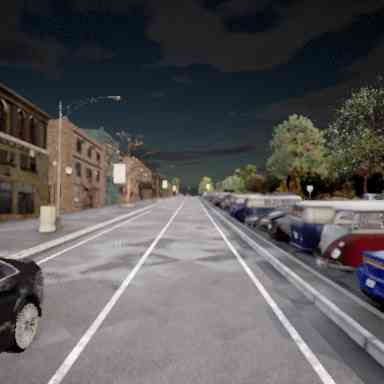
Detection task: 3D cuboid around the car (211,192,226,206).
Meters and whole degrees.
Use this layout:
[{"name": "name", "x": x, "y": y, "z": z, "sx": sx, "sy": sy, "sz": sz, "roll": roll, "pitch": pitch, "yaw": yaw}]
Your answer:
[{"name": "car", "x": 5.579, "y": 1.151, "z": 42.513, "sx": 5.566, "sy": 2.045, "sz": 2.435, "roll": 0, "pitch": 0, "yaw": 0}]

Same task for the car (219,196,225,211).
[{"name": "car", "x": 5.625, "y": 1.446, "z": 34.105, "sx": 4.892, "sy": 1.521, "sz": 2.231, "roll": 0, "pitch": 0, "yaw": 0}]

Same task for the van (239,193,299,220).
[{"name": "van", "x": 5.781, "y": 1.275, "z": 22.893, "sx": 4.442, "sy": 1.987, "sz": 1.878, "roll": 0, "pitch": 0, "yaw": 0}]

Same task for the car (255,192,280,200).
[{"name": "car", "x": 18.545, "y": 0.958, "z": 81.966, "sx": 5.566, "sy": 2.045, "sz": 2.435, "roll": 0, "pitch": 0, "yaw": 0}]

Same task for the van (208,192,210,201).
[{"name": "van", "x": 5.450, "y": 1.106, "z": 56.529, "sx": 4.442, "sy": 1.987, "sz": 1.878, "roll": 0, "pitch": 0, "yaw": 0}]

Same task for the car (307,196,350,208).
[{"name": "car", "x": 18.684, "y": 1.382, "z": 45.727, "sx": 4.892, "sy": 1.521, "sz": 2.231, "roll": 0, "pitch": 0, "yaw": 0}]

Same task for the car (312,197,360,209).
[{"name": "car", "x": 18.501, "y": 1.392, "z": 42.950, "sx": 5.366, "sy": 1.575, "sz": 1.946, "roll": 0, "pitch": 0, "yaw": 0}]

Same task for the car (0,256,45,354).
[{"name": "car", "x": -3.252, "y": 1.497, "z": 3.368, "sx": 2.128, "sy": 1.511, "sz": 4.902, "roll": 0, "pitch": 0, "yaw": 0}]

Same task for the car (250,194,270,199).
[{"name": "car", "x": 18.543, "y": 1.192, "z": 90.320, "sx": 5.008, "sy": 1.535, "sz": 2.097, "roll": 0, "pitch": 0, "yaw": 0}]

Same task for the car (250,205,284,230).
[{"name": "car", "x": 5.678, "y": 1.556, "z": 17.283, "sx": 4.674, "sy": 1.452, "sz": 2.002, "roll": 0, "pitch": 0, "yaw": 0}]

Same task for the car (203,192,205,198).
[{"name": "car", "x": 5.704, "y": 1.243, "z": 73.351, "sx": 5.366, "sy": 1.575, "sz": 1.946, "roll": 0, "pitch": 0, "yaw": 0}]

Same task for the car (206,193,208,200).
[{"name": "car", "x": 5.553, "y": 1.317, "z": 59.334, "sx": 5.008, "sy": 1.535, "sz": 2.097, "roll": 0, "pitch": 0, "yaw": 0}]

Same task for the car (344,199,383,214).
[{"name": "car", "x": 18.681, "y": 1.467, "z": 34.623, "sx": 4.792, "sy": 1.488, "sz": 2.163, "roll": 0, "pitch": 0, "yaw": 0}]

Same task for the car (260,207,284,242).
[{"name": "car", "x": 5.718, "y": 1.549, "z": 14.475, "sx": 4.792, "sy": 1.488, "sz": 2.163, "roll": 0, "pitch": 0, "yaw": 0}]

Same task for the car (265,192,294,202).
[{"name": "car", "x": 18.576, "y": 1.003, "z": 70.949, "sx": 5.566, "sy": 2.045, "sz": 2.435, "roll": 0, "pitch": 0, "yaw": 0}]

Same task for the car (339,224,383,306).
[{"name": "car", "x": 5.708, "y": 1.507, "z": 6.063, "sx": 5.008, "sy": 1.535, "sz": 2.097, "roll": 0, "pitch": 0, "yaw": 0}]

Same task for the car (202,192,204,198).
[{"name": "car", "x": 5.505, "y": 1.233, "z": 76.150, "sx": 5.008, "sy": 1.535, "sz": 2.097, "roll": 0, "pitch": 0, "yaw": 0}]

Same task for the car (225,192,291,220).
[{"name": "car", "x": 5.628, "y": 1.236, "z": 25.693, "sx": 5.566, "sy": 2.045, "sz": 2.435, "roll": 0, "pitch": 0, "yaw": 0}]

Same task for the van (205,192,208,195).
[{"name": "van", "x": 5.418, "y": 1.049, "z": 67.742, "sx": 4.442, "sy": 1.987, "sz": 1.878, "roll": 0, "pitch": 0, "yaw": 0}]

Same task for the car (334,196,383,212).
[{"name": "car", "x": 18.733, "y": 1.298, "z": 37.400, "sx": 4.553, "sy": 1.767, "sz": 2.185, "roll": 0, "pitch": 0, "yaw": 0}]

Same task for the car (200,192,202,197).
[{"name": "car", "x": 5.506, "y": 0.951, "z": 87.363, "sx": 5.566, "sy": 2.045, "sz": 2.435, "roll": 0, "pitch": 0, "yaw": 0}]

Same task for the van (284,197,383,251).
[{"name": "van", "x": 5.813, "y": 1.291, "z": 11.672, "sx": 4.442, "sy": 1.987, "sz": 1.878, "roll": 0, "pitch": 0, "yaw": 0}]

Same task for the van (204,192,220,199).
[{"name": "van", "x": 5.578, "y": 0.966, "z": 92.970, "sx": 4.442, "sy": 1.987, "sz": 1.878, "roll": 0, "pitch": 0, "yaw": 0}]

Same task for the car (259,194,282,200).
[{"name": "car", "x": 18.576, "y": 1.218, "z": 79.180, "sx": 5.008, "sy": 1.535, "sz": 2.097, "roll": 0, "pitch": 0, "yaw": 0}]

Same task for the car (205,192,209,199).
[{"name": "car", "x": 5.513, "y": 1.318, "z": 64.941, "sx": 4.792, "sy": 1.488, "sz": 2.163, "roll": 0, "pitch": 0, "yaw": 0}]

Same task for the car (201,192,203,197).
[{"name": "car", "x": 5.481, "y": 1.208, "z": 84.556, "sx": 4.892, "sy": 1.521, "sz": 2.231, "roll": 0, "pitch": 0, "yaw": 0}]

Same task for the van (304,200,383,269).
[{"name": "van", "x": 5.588, "y": 1.288, "z": 8.870, "sx": 4.442, "sy": 1.987, "sz": 1.878, "roll": 0, "pitch": 0, "yaw": 0}]

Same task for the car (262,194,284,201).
[{"name": "car", "x": 18.586, "y": 1.268, "z": 76.520, "sx": 4.674, "sy": 1.452, "sz": 2.002, "roll": 0, "pitch": 0, "yaw": 0}]

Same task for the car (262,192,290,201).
[{"name": "car", "x": 18.568, "y": 0.989, "z": 73.611, "sx": 5.566, "sy": 2.045, "sz": 2.435, "roll": 0, "pitch": 0, "yaw": 0}]

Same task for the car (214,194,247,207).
[{"name": "car", "x": 5.560, "y": 1.248, "z": 48.120, "sx": 4.553, "sy": 1.767, "sz": 2.185, "roll": 0, "pitch": 0, "yaw": 0}]

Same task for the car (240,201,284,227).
[{"name": "car", "x": 5.679, "y": 1.510, "z": 20.086, "sx": 4.892, "sy": 1.521, "sz": 2.231, "roll": 0, "pitch": 0, "yaw": 0}]

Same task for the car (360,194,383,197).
[{"name": "car", "x": 18.747, "y": 1.200, "z": 31.847, "sx": 5.566, "sy": 2.045, "sz": 2.435, "roll": 0, "pitch": 0, "yaw": 0}]

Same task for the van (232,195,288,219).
[{"name": "van", "x": 5.765, "y": 1.247, "z": 28.498, "sx": 4.442, "sy": 1.987, "sz": 1.878, "roll": 0, "pitch": 0, "yaw": 0}]

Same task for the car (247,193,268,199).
[{"name": "car", "x": 18.356, "y": 1.184, "z": 93.106, "sx": 5.366, "sy": 1.575, "sz": 1.946, "roll": 0, "pitch": 0, "yaw": 0}]

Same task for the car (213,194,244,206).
[{"name": "car", "x": 5.552, "y": 1.234, "z": 50.924, "sx": 4.553, "sy": 1.767, "sz": 2.185, "roll": 0, "pitch": 0, "yaw": 0}]

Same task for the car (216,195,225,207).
[{"name": "car", "x": 5.613, "y": 1.456, "z": 39.712, "sx": 4.674, "sy": 1.452, "sz": 2.002, "roll": 0, "pitch": 0, "yaw": 0}]

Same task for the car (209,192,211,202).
[{"name": "car", "x": 5.571, "y": 1.137, "z": 45.317, "sx": 5.566, "sy": 2.045, "sz": 2.435, "roll": 0, "pitch": 0, "yaw": 0}]
